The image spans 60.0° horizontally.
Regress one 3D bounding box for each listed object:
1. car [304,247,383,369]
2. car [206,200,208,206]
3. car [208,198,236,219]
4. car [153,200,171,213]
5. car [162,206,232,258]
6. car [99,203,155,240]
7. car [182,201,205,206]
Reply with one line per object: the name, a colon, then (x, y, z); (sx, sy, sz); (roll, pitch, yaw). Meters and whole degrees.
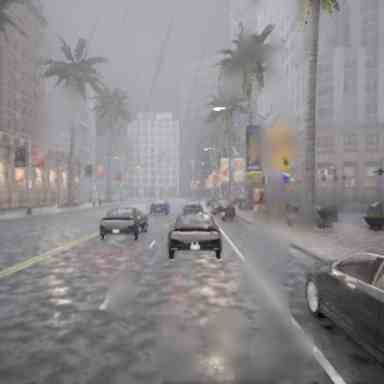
car: (3.087, 1.494, 4.587); (2.231, 1.521, 4.892); (0, 0, 0)
car: (3.421, 1.670, 55.891); (2.161, 1.482, 4.786); (0, 0, 0)
car: (3.106, 1.450, 33.962); (2.185, 1.767, 4.553); (0, 0, 0)
car: (-3.381, 1.579, 36.006); (1.882, 1.535, 5.008); (0, 0, 0)
car: (0.102, 1.528, 12.898); (2.128, 1.511, 4.902); (0, 0, 0)
car: (-3.396, 1.540, 17.277); (2.128, 1.511, 4.902); (0, 0, 0)
car: (0.108, 1.594, 31.573); (1.837, 1.490, 4.892); (0, 0, 0)
